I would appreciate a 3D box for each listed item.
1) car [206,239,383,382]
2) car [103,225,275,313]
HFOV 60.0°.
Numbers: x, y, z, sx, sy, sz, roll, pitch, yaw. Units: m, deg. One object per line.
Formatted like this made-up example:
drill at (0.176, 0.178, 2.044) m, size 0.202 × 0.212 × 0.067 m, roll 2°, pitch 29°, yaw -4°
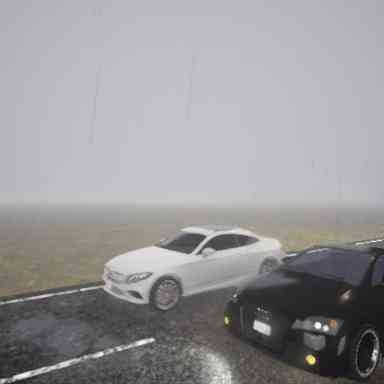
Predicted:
car at (2.535, 1.589, 5.495) m, size 4.181 × 1.385 × 1.994 m, roll 0°, pitch 0°, yaw -35°
car at (0.273, 1.558, 7.873) m, size 4.674 × 1.442 × 1.812 m, roll 0°, pitch 0°, yaw -35°
